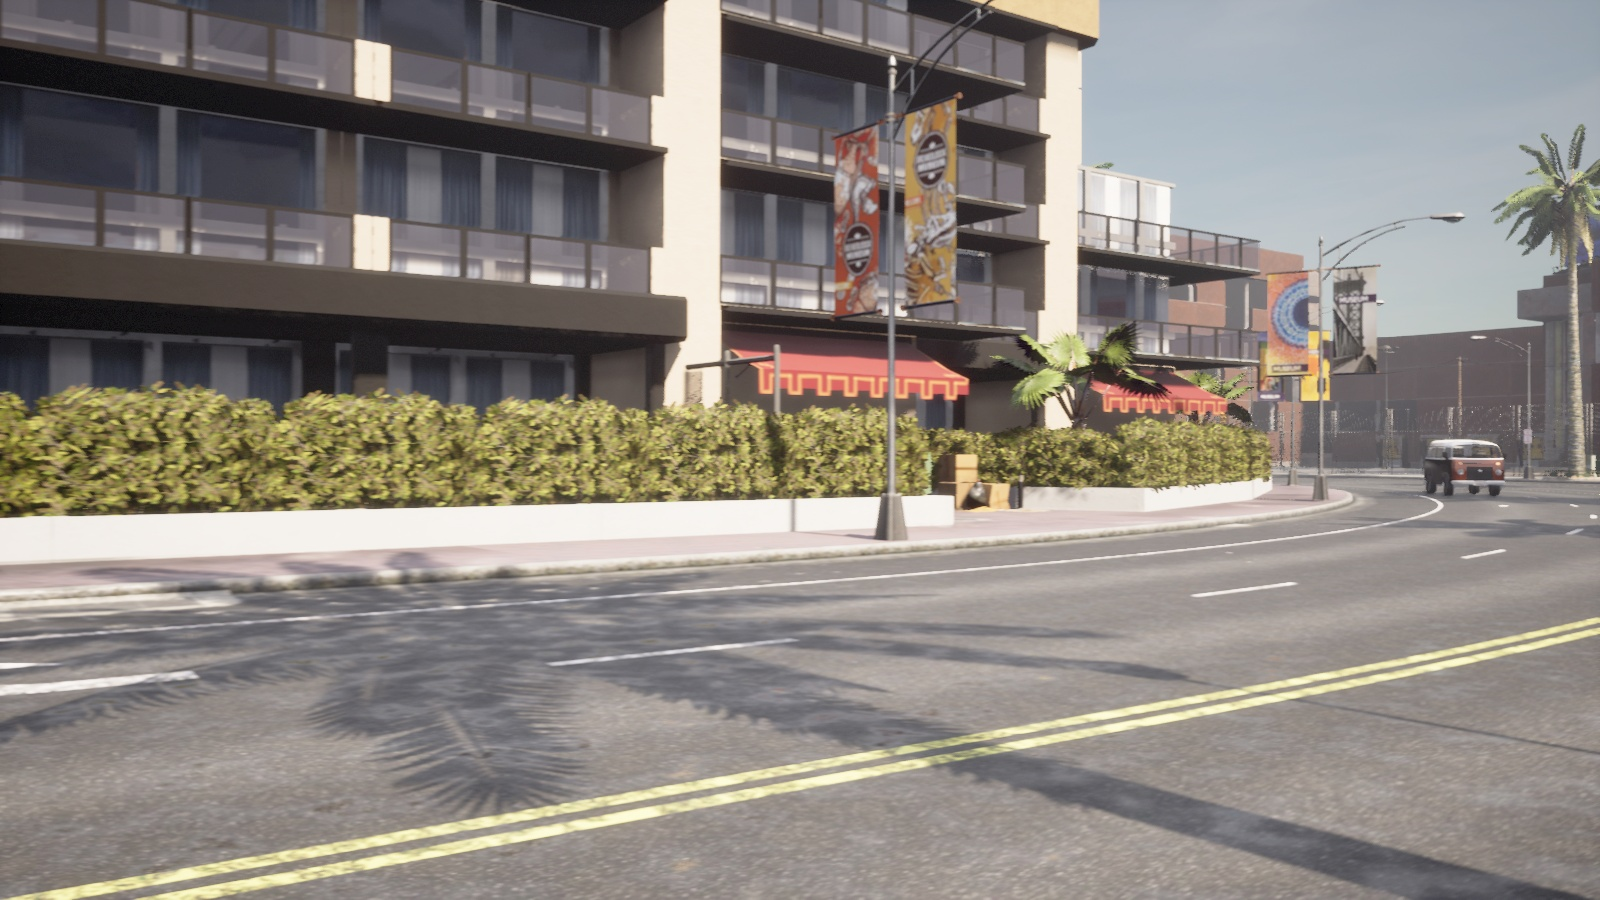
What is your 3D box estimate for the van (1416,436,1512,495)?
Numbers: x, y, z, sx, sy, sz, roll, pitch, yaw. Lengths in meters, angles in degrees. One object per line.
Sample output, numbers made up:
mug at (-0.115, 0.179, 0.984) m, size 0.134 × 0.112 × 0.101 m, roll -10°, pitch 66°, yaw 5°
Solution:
van at (24.175, 0.530, 45.889) m, size 2.069 × 2.038 × 4.480 m, roll 0°, pitch 0°, yaw 14°
